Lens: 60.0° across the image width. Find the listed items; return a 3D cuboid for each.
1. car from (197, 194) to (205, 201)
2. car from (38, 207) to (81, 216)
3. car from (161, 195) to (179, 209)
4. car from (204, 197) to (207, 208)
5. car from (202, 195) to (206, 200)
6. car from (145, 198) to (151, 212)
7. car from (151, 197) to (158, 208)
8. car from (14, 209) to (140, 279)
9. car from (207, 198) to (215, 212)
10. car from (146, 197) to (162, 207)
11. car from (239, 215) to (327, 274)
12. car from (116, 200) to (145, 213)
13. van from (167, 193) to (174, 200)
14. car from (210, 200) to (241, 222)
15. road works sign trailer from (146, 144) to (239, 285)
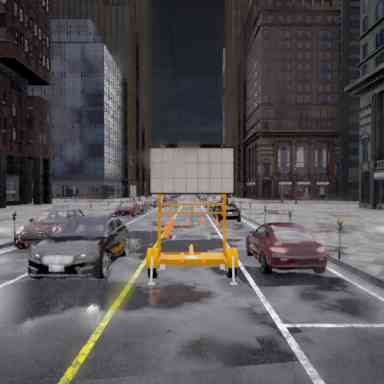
[{"bbox_3d":[2.660,1.396,79.037,1.752,1.417,4.829,-1,0,0],"label":"car"},{"bbox_3d":[-5.792,1.434,14.231,1.967,1.590,4.097,-1,0,0],"label":"car"},{"bbox_3d":[-3.055,1.524,45.631,1.994,1.385,4.181,0,0,0],"label":"car"},{"bbox_3d":[2.709,1.526,36.278,2.008,1.369,4.403,-1,0,0],"label":"car"},{"bbox_3d":[2.697,1.482,46.853,1.752,1.417,4.829,-1,0,0],"label":"car"},{"bbox_3d":[-5.815,1.558,35.743,1.802,1.307,4.206,-1,0,0],"label":"car"},{"bbox_3d":[-5.828,1.509,46.499,2.008,1.369,4.403,-1,0,0],"label":"car"},{"bbox_3d":[-3.113,1.487,10.089,2.128,1.511,4.902,0,0,0],"label":"car"},{"bbox_3d":[2.716,1.547,31.076,1.947,1.339,4.313,-1,0,0],"label":"car"},{"bbox_3d":[-5.834,1.512,51.878,1.947,1.339,4.313,-1,0,0],"label":"car"},{"bbox_3d":[2.740,1.578,10.264,1.802,1.307,4.206,-1,0,0],"label":"car"},{"bbox_3d":[-5.809,1.527,30.366,1.887,1.381,4.507,-1,0,0],"label":"car"},{"bbox_3d":[-5.880,1.170,90.208,1.690,1.788,3.998,-1,0,0],"label":"van"},{"bbox_3d":[2.722,1.553,25.872,1.947,1.339,4.313,-1,0,0],"label":"car"},{"bbox_3d":[-0.001,0.461,9.446,2.380,3.560,2.880,0,0,-1],"label":"road works sign trailer"}]
